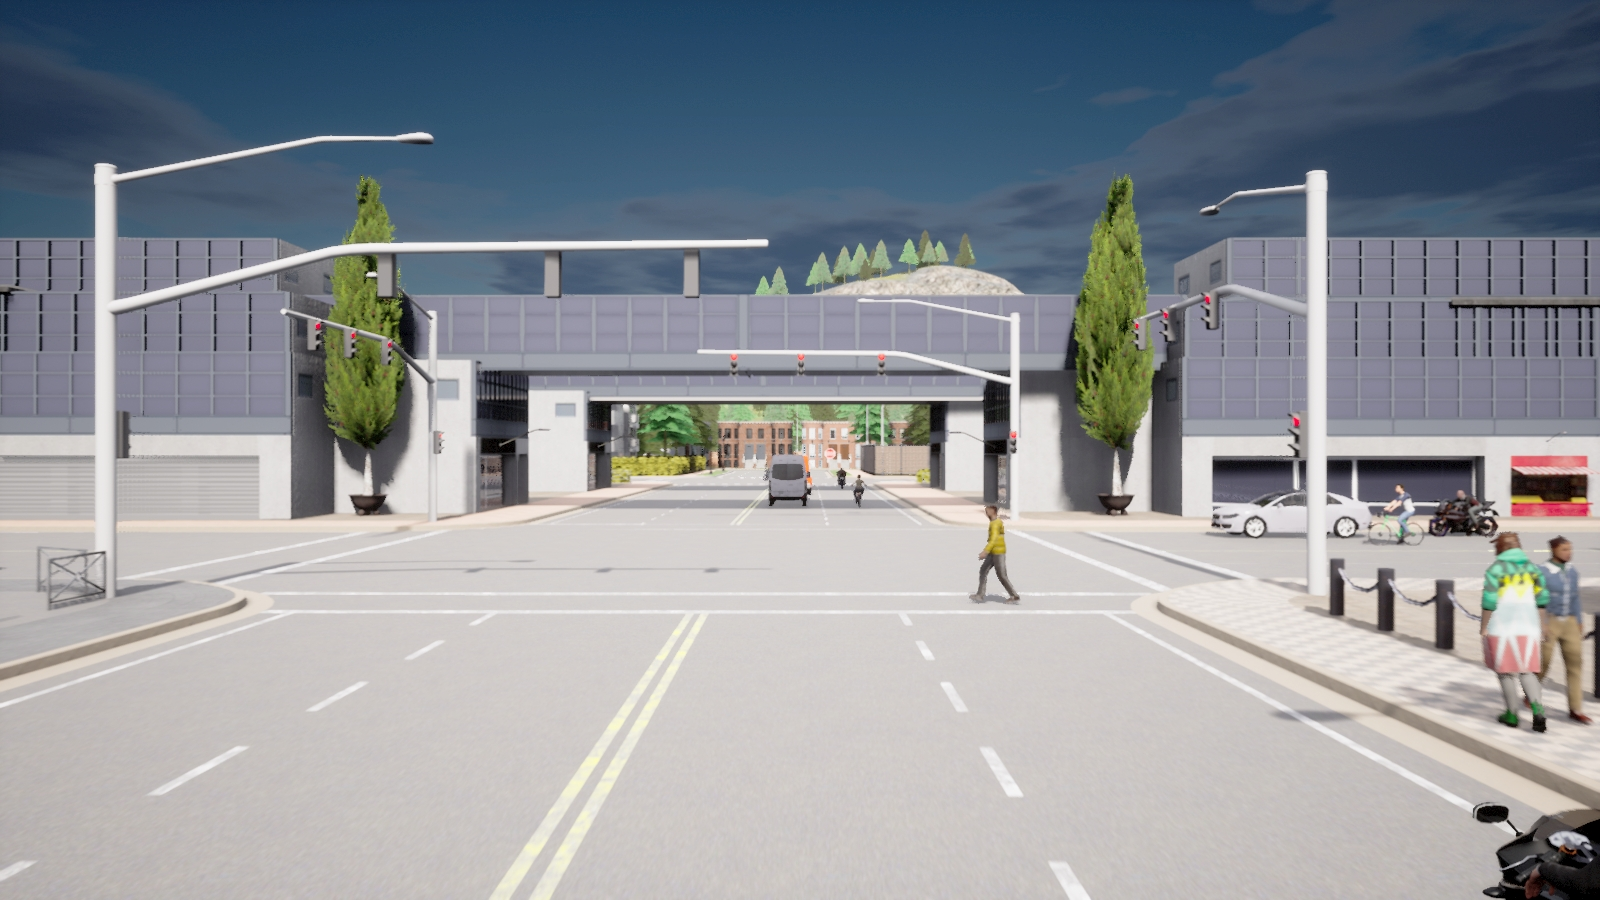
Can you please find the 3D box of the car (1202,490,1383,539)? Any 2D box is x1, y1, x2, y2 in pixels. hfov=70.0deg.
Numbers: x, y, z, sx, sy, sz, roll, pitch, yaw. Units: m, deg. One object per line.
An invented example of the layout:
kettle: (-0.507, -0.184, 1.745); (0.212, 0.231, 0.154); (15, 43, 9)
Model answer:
car: (15.836, 2.058, 36.942); (4.892, 1.480, 2.231); (0, 0, 0)

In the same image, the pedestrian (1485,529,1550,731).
pedestrian: (6.807, 1.696, 10.848); (0.375, 1.860, 0.375); (0, 0, 0)

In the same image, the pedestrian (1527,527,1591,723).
pedestrian: (7.433, 1.698, 11.195); (0.375, 1.860, 0.375); (0, 0, -1)

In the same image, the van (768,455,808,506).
van: (-0.593, 1.529, 59.963); (1.988, 2.561, 5.915); (0, 0, 0)

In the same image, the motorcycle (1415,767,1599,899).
motorcycle: (3.498, 2.204, 4.593); (0.867, 1.251, 2.209); (0, 0, 0)

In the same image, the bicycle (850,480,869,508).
bicycle: (2.899, 2.153, 56.205); (0.859, 1.276, 1.487); (0, 0, 0)

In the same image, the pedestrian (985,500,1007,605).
pedestrian: (3.537, 1.847, 20.615); (0.375, 1.860, 0.375); (0, 0, 6)

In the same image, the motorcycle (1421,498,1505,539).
motorcycle: (21.410, 2.202, 36.937); (2.209, 1.251, 0.867); (0, 0, 0)
